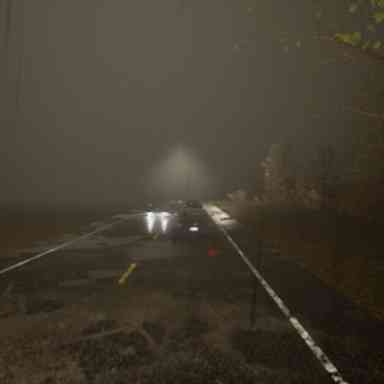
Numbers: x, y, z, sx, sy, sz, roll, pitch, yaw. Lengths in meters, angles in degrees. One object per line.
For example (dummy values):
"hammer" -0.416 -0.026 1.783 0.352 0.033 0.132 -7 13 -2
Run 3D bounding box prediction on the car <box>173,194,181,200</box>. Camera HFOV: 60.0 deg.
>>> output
"car" -3.499 1.119 77.794 1.895 1.301 4.718 0 0 0

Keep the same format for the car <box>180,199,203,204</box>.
"car" 0.096 1.369 31.701 1.812 1.442 4.674 0 0 0

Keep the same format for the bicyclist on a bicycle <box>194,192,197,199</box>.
"bicyclist on a bicycle" 0.964 0.931 88.792 0.659 1.776 1.843 0 1 0

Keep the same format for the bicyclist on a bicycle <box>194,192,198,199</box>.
"bicyclist on a bicycle" 0.959 1.045 79.795 0.866 1.612 1.509 0 0 0

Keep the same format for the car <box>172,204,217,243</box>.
"car" 0.094 1.486 15.714 1.994 1.385 4.181 0 0 0

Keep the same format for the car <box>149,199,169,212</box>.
"car" -3.597 1.421 36.417 1.895 1.301 4.718 0 0 0
